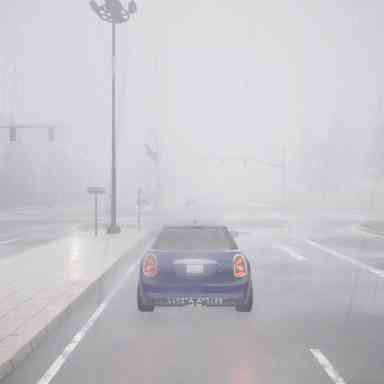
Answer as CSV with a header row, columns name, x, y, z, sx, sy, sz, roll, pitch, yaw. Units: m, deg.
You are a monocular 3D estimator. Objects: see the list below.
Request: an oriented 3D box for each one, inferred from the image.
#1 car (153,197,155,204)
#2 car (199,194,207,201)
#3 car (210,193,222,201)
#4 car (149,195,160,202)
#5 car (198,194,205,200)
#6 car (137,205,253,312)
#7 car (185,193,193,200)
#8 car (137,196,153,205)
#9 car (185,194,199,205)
name,x,y,z,sx,sy,sz,roll,pitch,yaw
car,-8.389,1.505,66.249,1.837,1.490,4.892,0,0,0
car,2.828,1.513,85.262,1.812,1.442,4.674,0,0,-1
car,6.333,1.215,84.992,2.150,2.045,5.566,0,0,-1
car,-8.535,1.540,76.687,2.033,1.411,5.357,0,0,-1
car,2.660,1.442,95.586,1.882,1.535,5.008,0,0,-1
car,0.069,1.352,7.880,2.097,1.767,4.553,0,0,0
car,-0.840,1.189,95.559,2.150,2.045,5.566,0,0,-1
car,-8.299,1.505,57.040,1.837,1.490,4.892,0,0,-1
car,-0.176,1.526,54.699,1.812,1.442,4.674,0,0,-1
